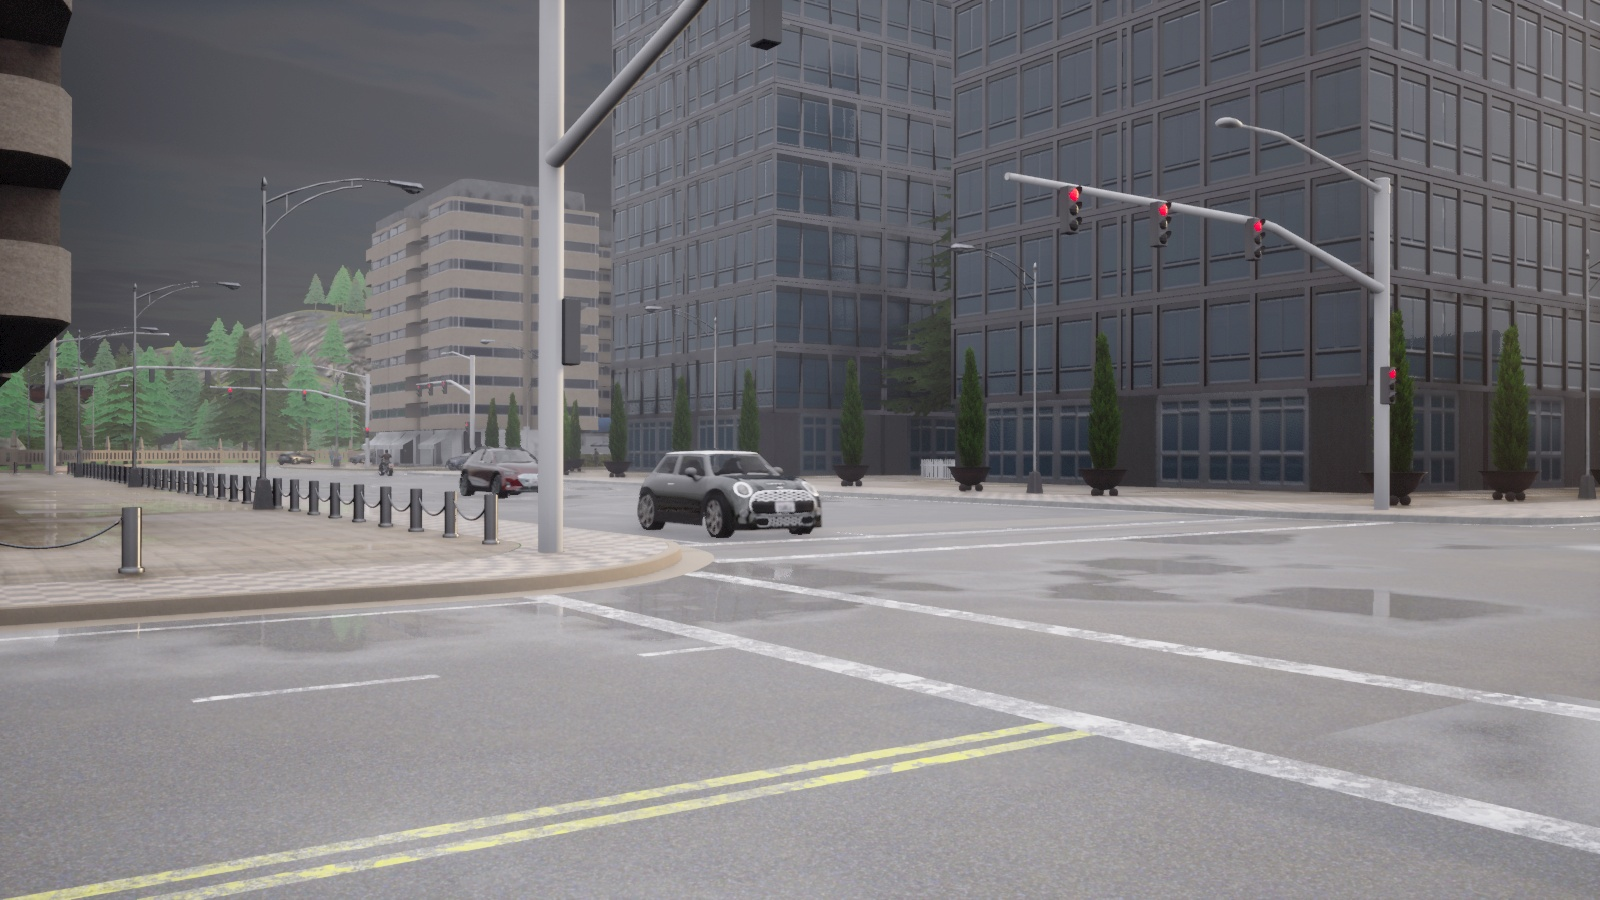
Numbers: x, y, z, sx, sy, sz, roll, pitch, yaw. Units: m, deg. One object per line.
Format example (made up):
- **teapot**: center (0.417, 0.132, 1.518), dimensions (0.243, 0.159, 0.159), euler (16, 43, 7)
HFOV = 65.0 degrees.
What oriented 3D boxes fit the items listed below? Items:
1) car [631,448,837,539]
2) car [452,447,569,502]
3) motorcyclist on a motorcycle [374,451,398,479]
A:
- **car**: center (-1.260, 0.712, 22.394), dimensions (1.970, 1.475, 3.806), euler (0, 0, -34)
- **car**: center (-9.362, 0.738, 40.282), dimensions (2.033, 1.649, 4.856), euler (0, 0, -34)
- **motorcyclist on a motorcycle**: center (-24.902, 0.877, 75.473), dimensions (0.766, 1.649, 2.350), euler (0, 0, -34)
